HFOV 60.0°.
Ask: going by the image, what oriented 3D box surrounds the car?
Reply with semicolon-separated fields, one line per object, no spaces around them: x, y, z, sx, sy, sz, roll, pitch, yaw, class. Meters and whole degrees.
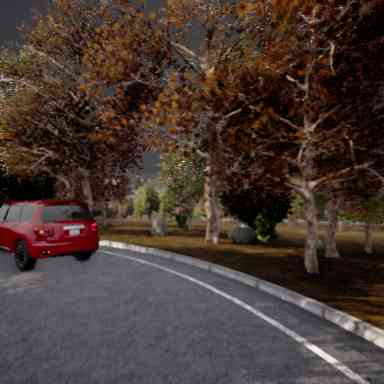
-5.431;1.280;11.469;5.566;2.045;2.150;0;0;41;car
